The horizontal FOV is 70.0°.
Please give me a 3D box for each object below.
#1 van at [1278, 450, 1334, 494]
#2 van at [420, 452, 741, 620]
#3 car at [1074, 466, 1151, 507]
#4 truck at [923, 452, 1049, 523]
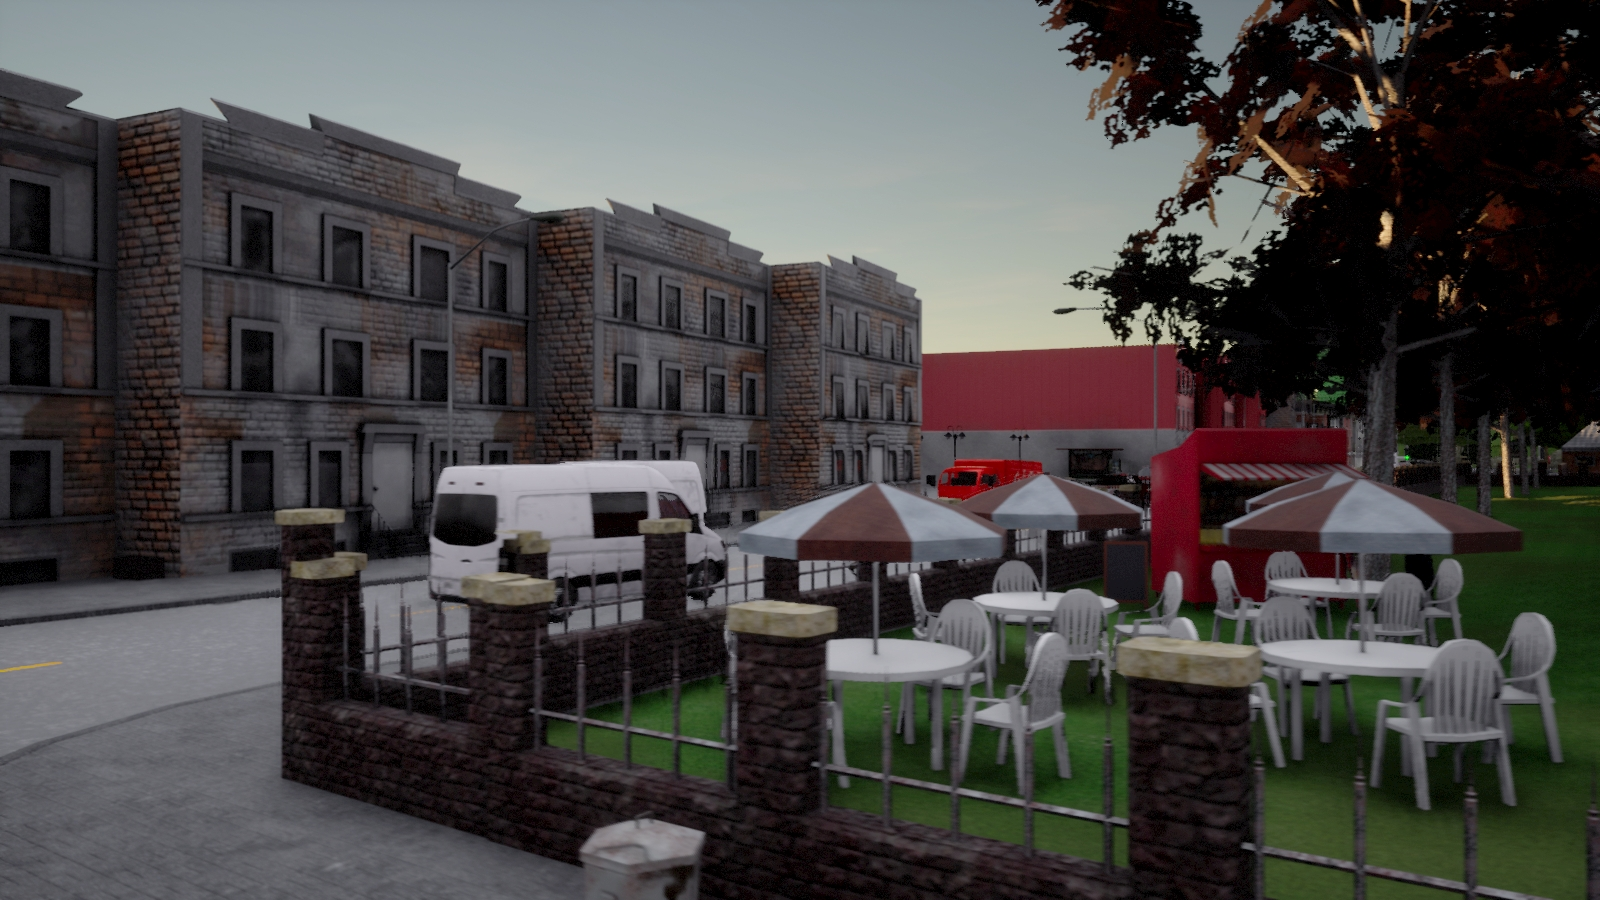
[{"bbox_3d":[30.969,1.314,69.829,1.988,2.561,5.915,0,0,35],"label":"van"},{"bbox_3d":[-3.681,1.314,20.477,1.988,2.561,5.915,0,0,35],"label":"van"},{"bbox_3d":[14.716,1.686,53.638,2.097,1.767,4.553,0,0,35],"label":"car"},{"bbox_3d":[6.999,1.365,42.541,2.627,2.467,5.204,0,-1,35],"label":"truck"}]
